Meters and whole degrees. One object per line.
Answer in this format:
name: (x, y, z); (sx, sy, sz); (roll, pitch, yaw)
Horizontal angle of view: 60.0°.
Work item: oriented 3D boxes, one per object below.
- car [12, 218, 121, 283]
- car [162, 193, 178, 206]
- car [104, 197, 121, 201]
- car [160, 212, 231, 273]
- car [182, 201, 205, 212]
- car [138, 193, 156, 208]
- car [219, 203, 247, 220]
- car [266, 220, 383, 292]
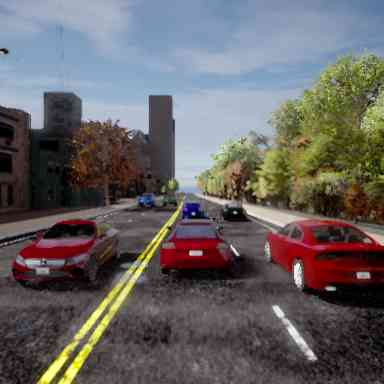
car: (-3.350, 1.525, 9.797); (1.812, 1.442, 4.674); (0, 0, 0)
car: (-3.497, 1.220, 53.305); (2.150, 2.045, 5.566); (0, 0, 0)
car: (-20.680, 1.822, 86.065); (4.313, 1.339, 1.947); (-1, 1, -1)
car: (0.101, 1.564, 10.685); (1.994, 1.385, 4.181); (0, 0, 0)
car: (0.104, 1.525, 28.267); (1.812, 1.442, 4.674); (0, 0, 0)
car: (-6.697, 1.224, 49.857); (2.150, 2.045, 5.566); (0, 0, 0)
car: (3.354, 1.563, 27.762); (1.994, 1.385, 4.181); (0, 0, 0)
car: (3.339, 1.477, 8.967); (1.882, 1.535, 5.008); (0, 0, 0)
